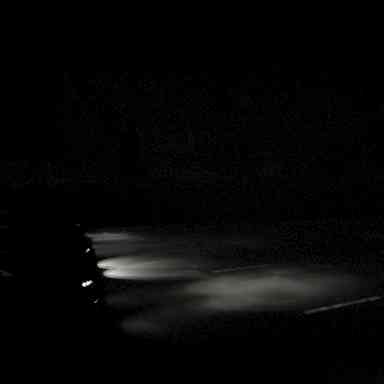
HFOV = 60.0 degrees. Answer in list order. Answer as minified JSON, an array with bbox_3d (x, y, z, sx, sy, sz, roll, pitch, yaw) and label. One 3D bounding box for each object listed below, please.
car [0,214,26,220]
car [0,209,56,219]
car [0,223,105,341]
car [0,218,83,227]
[{"bbox_3d":[-8.151,1.591,10.845,4.718,1.301,1.895,0,0,-26],"label":"car"},{"bbox_3d":[-7.367,1.514,15.121,4.674,1.442,1.812,0,0,-26],"label":"car"},{"bbox_3d":[-3.881,1.487,5.131,4.902,1.511,2.128,0,0,-26],"label":"car"},{"bbox_3d":[-4.667,1.557,8.636,4.181,1.385,1.994,0,0,-26],"label":"car"}]
